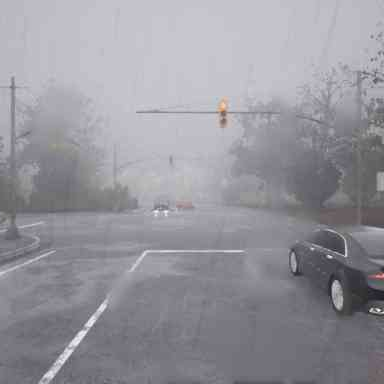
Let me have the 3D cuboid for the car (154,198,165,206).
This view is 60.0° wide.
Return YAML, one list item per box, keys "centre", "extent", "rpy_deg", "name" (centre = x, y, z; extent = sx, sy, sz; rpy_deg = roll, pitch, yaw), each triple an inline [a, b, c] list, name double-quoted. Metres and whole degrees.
- centre: [-6.283, 1.958, 64.268]
  extent: [1.837, 1.490, 4.892]
  rpy_deg: [0, -1, -10]
  name: "car"

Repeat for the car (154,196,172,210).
- centre: [-3.950, 1.626, 43.602]
  extent: [2.033, 1.411, 5.357]
  rpy_deg: [0, -1, -3]
  name: "car"

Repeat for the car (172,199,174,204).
- centre: [-4.326, 2.432, 83.214]
  extent: [1.895, 1.301, 4.718]
  rpy_deg: [0, -1, -22]
  name: "car"

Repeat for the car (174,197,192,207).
- centre: [-1.318, 1.612, 55.974]
  extent: [2.097, 1.767, 4.553]
  rpy_deg: [0, -1, -7]
  name: "car"

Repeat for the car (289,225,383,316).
- centre: [3.602, 1.505, 7.477]
  extent: [1.837, 1.490, 4.892]
  rpy_deg: [0, 0, 1]
  name: "car"

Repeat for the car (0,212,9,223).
- centre: [-15.462, 1.675, 23.090]
  extent: [4.718, 1.301, 1.895]
  rpy_deg: [-1, 0, -3]
  name: "car"
